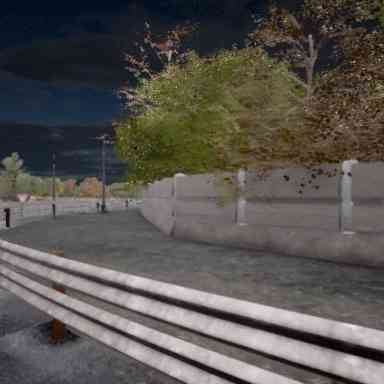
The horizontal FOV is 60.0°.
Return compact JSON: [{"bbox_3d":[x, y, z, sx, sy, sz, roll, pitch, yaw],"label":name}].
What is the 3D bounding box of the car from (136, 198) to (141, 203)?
[{"bbox_3d":[-14.518,2.403,93.627,1.994,1.385,4.181,0,-1,4],"label":"car"}]
